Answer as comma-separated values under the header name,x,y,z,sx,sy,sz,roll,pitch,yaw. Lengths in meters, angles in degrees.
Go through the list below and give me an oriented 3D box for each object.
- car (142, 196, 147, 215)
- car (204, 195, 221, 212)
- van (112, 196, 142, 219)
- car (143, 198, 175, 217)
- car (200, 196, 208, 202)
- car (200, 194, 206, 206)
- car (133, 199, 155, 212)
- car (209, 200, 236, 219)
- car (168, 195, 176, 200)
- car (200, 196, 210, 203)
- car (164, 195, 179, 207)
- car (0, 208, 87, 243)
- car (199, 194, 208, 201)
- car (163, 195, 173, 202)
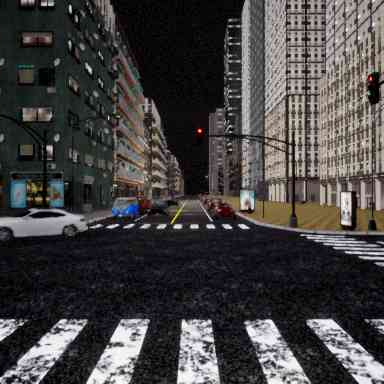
name,x,y,z,sx,sy,sz,roll,pitch,yaw
car,-5.641,1.327,33.997,2.192,1.841,5.009,0,0,0
car,2.745,1.455,39.514,1.967,1.590,4.097,0,0,0
van,-5.648,1.351,28.469,1.690,1.788,3.998,0,0,0
car,-3.063,1.558,31.775,2.033,1.411,5.357,0,0,0
car,2.791,1.633,78.207,1.802,1.307,4.206,0,0,0
car,2.765,1.467,56.097,1.967,1.590,4.097,0,0,0
car,-5.636,1.560,39.525,1.887,1.381,4.507,0,0,0
car,2.731,1.591,28.458,1.802,1.307,4.206,0,0,0
car,-5.570,1.639,94.801,1.947,1.339,4.313,0,0,0
car,2.784,1.590,72.679,1.887,1.381,4.507,0,0,0
car,-3.026,1.587,50.692,1.994,1.385,4.181,0,0,0
car,-7.496,1.511,16.141,4.674,1.442,1.812,1,1,-37
car,2.799,1.373,83.735,2.192,1.841,5.009,0,0,0
car,-5.589,1.491,78.218,1.967,1.590,4.097,0,0,0
